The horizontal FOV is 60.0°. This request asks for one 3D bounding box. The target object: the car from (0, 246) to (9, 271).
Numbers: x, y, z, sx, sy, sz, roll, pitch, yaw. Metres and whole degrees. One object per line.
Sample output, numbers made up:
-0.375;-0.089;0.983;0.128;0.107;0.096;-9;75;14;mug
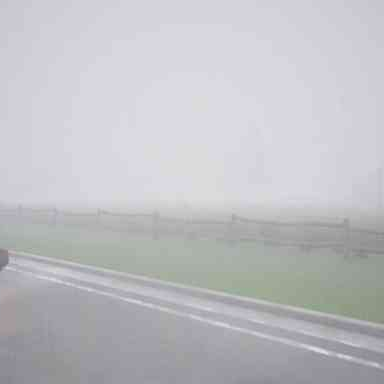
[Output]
-7.007;1.630;8.991;4.718;1.301;1.895;0;0;36;car
